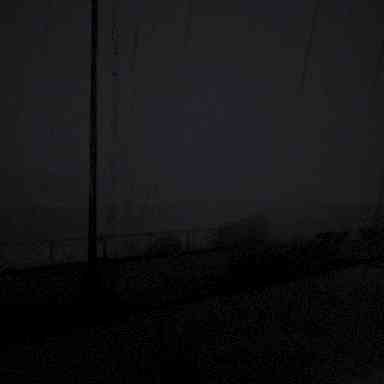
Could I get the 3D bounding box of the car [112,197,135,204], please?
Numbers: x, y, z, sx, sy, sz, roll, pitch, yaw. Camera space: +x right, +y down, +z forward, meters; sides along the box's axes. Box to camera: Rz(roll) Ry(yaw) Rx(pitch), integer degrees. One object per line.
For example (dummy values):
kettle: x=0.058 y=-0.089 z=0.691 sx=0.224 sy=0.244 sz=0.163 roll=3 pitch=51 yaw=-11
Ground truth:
car: x=-14.431 y=1.806 z=69.945 sx=4.892 sy=1.490 sz=1.837 roll=1 pitch=0 yaw=-36
